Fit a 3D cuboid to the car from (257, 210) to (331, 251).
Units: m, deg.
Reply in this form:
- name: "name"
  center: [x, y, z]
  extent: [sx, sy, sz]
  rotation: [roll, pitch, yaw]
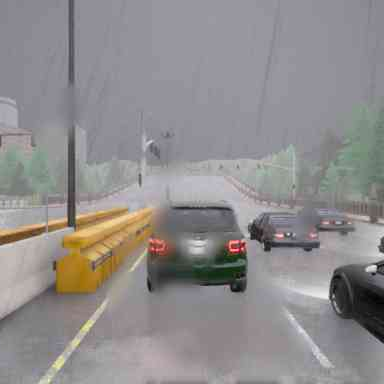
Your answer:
- name: "car"
  center: [3.615, 1.547, 13.990]
  extent: [2.033, 1.411, 5.357]
  rotation: [0, 0, 0]

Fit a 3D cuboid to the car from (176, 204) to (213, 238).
- name: "car"
  center: [0.119, 1.505, 18.881]
  extent: [1.837, 1.490, 4.892]
  rotation: [0, 0, 0]

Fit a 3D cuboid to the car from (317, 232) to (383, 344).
- name: "car"
  center: [3.608, 1.564, 4.715]
  extent: [1.994, 1.385, 4.181]
  rotation: [0, 0, 0]

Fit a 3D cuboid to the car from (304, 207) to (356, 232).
- name: "car"
  center: [7.116, 1.547, 18.654]
  extent: [2.033, 1.411, 5.357]
  rotation: [0, 0, 0]

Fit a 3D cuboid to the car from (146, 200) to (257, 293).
- name: "car"
  center: [0.110, 1.222, 9.030]
  extent: [2.150, 2.045, 5.566]
  rotation: [0, 0, 0]
